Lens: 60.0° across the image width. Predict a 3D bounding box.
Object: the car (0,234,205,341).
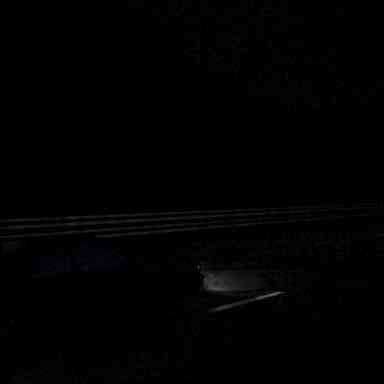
[{"bbox_3d":[-2.351,1.546,6.373,5.357,1.411,2.033,0,0,-35],"label":"car"}]
